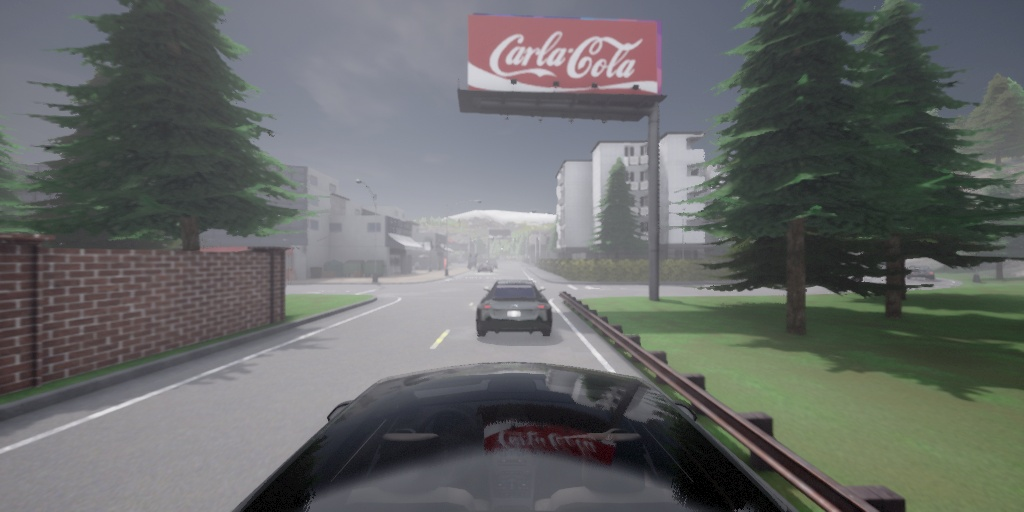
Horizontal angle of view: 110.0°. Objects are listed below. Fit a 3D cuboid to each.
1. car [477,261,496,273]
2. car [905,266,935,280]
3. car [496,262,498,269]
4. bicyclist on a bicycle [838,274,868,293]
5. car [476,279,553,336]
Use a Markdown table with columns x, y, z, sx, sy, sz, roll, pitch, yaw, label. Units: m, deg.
| x | y | z | sx | sy | sz | roll | pitch | yaw | label |
| --- | --- | --- | --- | --- | --- | --- | --- | --- | --- |
| -3.589 | 1.591 | 48.712 | 1.994 | 1.385 | 4.181 | 0 | 0 | 0 | car |
| 41.059 | 1.681 | 36.249 | 2.033 | 1.411 | 5.357 | 0 | 0 | 43 | car |
| -3.549 | 1.610 | 64.272 | 2.128 | 1.511 | 4.902 | 0 | 0 | 1 | car |
| 19.336 | 1.361 | 20.472 | 0.582 | 1.620 | 1.656 | -2 | -3 | -13 | bicyclist on a bicycle |
| 0.072 | 1.367 | 10.608 | 1.994 | 1.385 | 4.181 | 0 | 0 | 1 | car |
